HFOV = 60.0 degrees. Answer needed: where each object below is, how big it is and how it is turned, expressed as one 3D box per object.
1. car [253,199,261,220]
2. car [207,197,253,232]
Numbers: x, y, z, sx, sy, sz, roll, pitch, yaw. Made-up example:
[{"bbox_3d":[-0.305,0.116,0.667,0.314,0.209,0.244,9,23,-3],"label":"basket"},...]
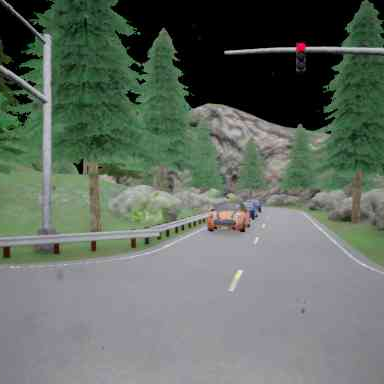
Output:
[{"bbox_3d":[4.696,1.531,29.134,1.882,1.535,5.008,0,0,15],"label":"car"},{"bbox_3d":[2.340,1.389,20.306,2.097,1.767,4.553,0,0,15],"label":"car"}]
